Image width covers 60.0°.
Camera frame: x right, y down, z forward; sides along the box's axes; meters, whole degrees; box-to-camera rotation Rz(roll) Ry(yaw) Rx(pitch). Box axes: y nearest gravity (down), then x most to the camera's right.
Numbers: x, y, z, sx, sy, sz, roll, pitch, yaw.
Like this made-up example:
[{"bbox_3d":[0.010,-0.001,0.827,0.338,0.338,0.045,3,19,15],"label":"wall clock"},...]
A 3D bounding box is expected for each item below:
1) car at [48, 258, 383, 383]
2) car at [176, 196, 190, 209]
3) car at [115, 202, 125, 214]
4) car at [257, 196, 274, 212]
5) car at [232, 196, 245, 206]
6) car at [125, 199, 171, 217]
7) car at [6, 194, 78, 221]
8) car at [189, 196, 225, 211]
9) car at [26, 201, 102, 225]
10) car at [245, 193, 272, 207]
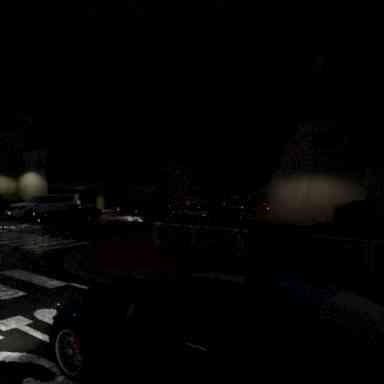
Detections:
[{"bbox_3d":[0.314,1.523,3.768,4.674,1.442,1.812,0,0,36],"label":"car"},{"bbox_3d":[-0.034,1.311,42.424,2.097,1.767,4.553,0,0,36],"label":"car"},{"bbox_3d":[-5.771,1.451,34.409,2.128,1.511,4.902,0,0,36],"label":"car"},{"bbox_3d":[9.488,1.481,37.360,1.837,1.490,4.892,0,0,36],"label":"car"},{"bbox_3d":[8.286,1.467,53.930,1.837,1.490,4.892,0,-1,36],"label":"car"},{"bbox_3d":[-3.826,1.529,31.116,1.994,1.385,4.181,0,0,35],"label":"car"},{"bbox_3d":[-11.562,1.180,26.343,2.150,2.045,5.566,0,0,36],"label":"car"},{"bbox_3d":[2.149,1.469,39.460,1.837,1.490,4.892,0,0,36],"label":"car"},{"bbox_3d":[-8.942,1.566,23.960,1.895,1.301,4.718,0,0,36],"label":"car"},{"bbox_3d":[10.785,1.190,51.412,2.150,2.045,5.566,0,0,36],"label":"car"}]
